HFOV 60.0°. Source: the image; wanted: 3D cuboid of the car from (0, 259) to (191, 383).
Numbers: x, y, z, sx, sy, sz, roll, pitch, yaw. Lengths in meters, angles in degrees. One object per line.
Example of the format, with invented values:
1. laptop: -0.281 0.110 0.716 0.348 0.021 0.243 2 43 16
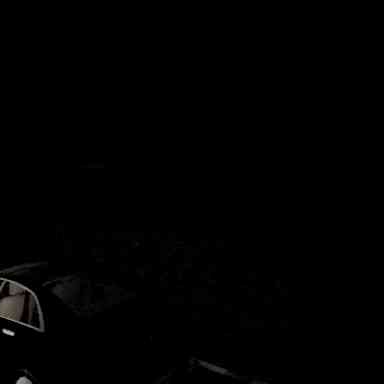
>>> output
1. car: -2.061 1.595 4.435 4.403 1.369 2.008 -1 0 36
